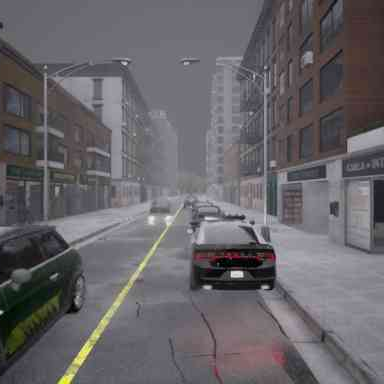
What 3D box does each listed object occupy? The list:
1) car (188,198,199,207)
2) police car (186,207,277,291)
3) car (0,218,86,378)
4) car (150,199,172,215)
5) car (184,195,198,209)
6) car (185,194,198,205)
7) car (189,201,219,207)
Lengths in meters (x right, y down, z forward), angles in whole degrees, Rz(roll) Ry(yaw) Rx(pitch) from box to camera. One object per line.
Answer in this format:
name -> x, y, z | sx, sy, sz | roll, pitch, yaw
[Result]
car -> 0.858, 1.471, 25.058 | 1.882, 1.535, 5.008 | 0, 0, 0
police car -> 0.886, 1.424, 9.168 | 1.930, 1.638, 5.238 | 0, 0, 0
car -> -3.106, 1.351, 4.569 | 2.097, 1.767, 4.553 | 0, 0, 0
car -> -3.055, 1.464, 33.276 | 1.882, 1.535, 5.008 | 0, 0, 0
car -> -0.065, 1.327, 45.947 | 2.097, 1.767, 4.553 | 0, 0, 0
car -> -0.100, 1.312, 59.535 | 2.097, 1.767, 4.553 | 0, 0, 0
car -> 0.869, 1.501, 19.057 | 1.837, 1.490, 4.892 | 0, 0, 0
